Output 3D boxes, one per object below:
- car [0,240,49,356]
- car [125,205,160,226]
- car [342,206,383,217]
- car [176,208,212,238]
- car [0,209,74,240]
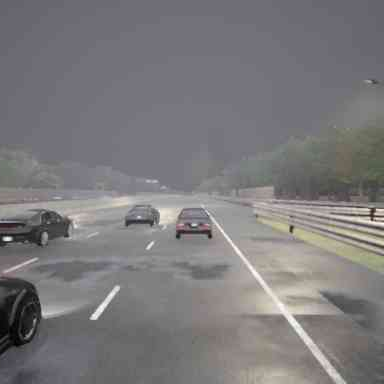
[{"bbox_3d":[-3.401,1.564,3.679,1.994,1.385,4.181,0,0,0],"label":"car"},{"bbox_3d":[-3.400,1.589,23.408,1.994,1.385,4.181,0,0,0],"label":"car"},{"bbox_3d":[14.159,1.755,26.211,1.895,1.301,4.718,0,-1,-23],"label":"car"},{"bbox_3d":[0.100,1.561,17.835,2.033,1.411,5.357,0,0,0],"label":"car"},{"bbox_3d":[-6.900,1.514,14.921,1.837,1.490,4.892,0,0,0],"label":"car"}]
